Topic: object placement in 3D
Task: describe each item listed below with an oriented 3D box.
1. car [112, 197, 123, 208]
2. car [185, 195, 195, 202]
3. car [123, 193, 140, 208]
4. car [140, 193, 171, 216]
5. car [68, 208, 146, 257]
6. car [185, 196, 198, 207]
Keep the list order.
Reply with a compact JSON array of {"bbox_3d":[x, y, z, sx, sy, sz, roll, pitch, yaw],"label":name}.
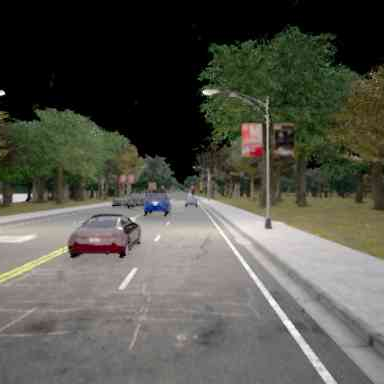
[{"bbox_3d":[-10.005,1.451,47.425,2.033,1.411,5.357,0,0,0],"label":"car"},{"bbox_3d":[-0.458,1.471,72.877,1.994,1.385,4.181,0,0,-1],"label":"car"},{"bbox_3d":[-6.732,1.129,41.941,2.150,2.045,5.566,0,0,0],"label":"car"},{"bbox_3d":[-3.225,1.142,31.675,2.150,2.045,5.566,0,0,0],"label":"car"},{"bbox_3d":[-3.157,1.522,12.769,1.994,1.385,4.181,0,0,0],"label":"car"},{"bbox_3d":[-0.105,1.451,49.881,2.033,1.411,5.357,0,0,-1],"label":"car"}]
